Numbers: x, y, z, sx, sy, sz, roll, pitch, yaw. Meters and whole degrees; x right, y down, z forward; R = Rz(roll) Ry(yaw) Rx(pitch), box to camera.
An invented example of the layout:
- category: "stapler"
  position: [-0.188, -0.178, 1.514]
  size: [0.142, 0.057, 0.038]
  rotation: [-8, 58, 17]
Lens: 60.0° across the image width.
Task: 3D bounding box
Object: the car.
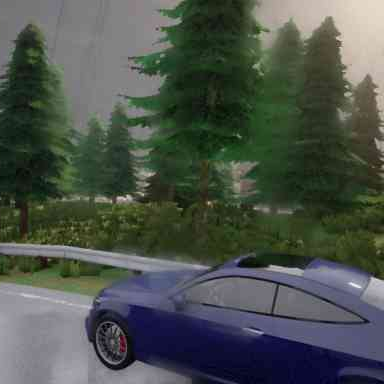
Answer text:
- category: "car"
  position: [0.788, 1.499, 4.077]
  size: [4.674, 1.442, 1.812]
  rotation: [1, 1, 31]
